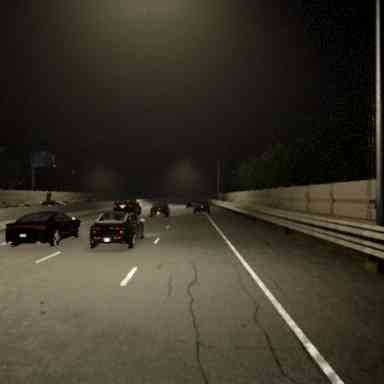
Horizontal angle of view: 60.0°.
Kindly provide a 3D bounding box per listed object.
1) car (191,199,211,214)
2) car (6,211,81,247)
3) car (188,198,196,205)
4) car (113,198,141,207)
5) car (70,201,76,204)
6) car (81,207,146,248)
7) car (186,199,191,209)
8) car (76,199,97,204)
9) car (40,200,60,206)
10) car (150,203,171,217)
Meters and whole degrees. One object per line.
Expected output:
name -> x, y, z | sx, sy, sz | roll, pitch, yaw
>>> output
car -> 1.223, 1.848, 42.212 | 2.097, 1.767, 4.553 | 0, -1, 0
car -> -6.901, 1.655, 16.065 | 1.882, 1.535, 5.008 | 0, -1, 0
car -> -0.004, 2.292, 78.235 | 1.882, 1.535, 5.008 | 0, -1, 0
car -> -6.901, 1.635, 35.678 | 2.150, 2.045, 5.566 | 0, -1, 0
car -> -21.026, 2.340, 60.188 | 1.895, 1.301, 4.718 | 0, -1, 1
car -> -3.401, 1.678, 15.724 | 1.837, 1.490, 4.892 | 0, -1, 0
car -> -0.003, 2.080, 59.453 | 2.097, 1.767, 4.553 | 0, -1, 0
car -> -17.556, 2.045, 56.907 | 2.097, 1.767, 4.553 | 0, -1, 1
car -> -24.535, 2.204, 57.448 | 1.837, 1.490, 4.892 | 0, -1, 1
car -> -3.401, 1.924, 36.126 | 1.837, 1.490, 4.892 | 0, -1, 0
